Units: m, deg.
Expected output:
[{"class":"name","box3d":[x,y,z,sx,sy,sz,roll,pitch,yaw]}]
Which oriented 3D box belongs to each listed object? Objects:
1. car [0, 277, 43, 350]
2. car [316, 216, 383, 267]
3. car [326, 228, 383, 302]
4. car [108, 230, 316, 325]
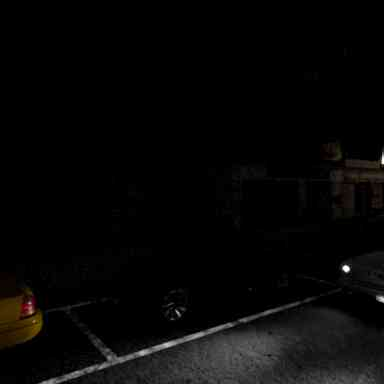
[{"class":"car","box3d":[-4.337,1.538,3.673,4.829,1.417,1.752,-1,0,-35]},{"class":"car","box3d":[5.032,1.460,10.352,4.507,1.381,1.887,-1,0,-35]},{"class":"car","box3d":[5.115,1.532,7.025,4.718,1.301,1.895,-1,0,-35]},{"class":"car","box3d":[0.417,1.530,7.062,4.313,1.339,1.947,-1,0,-35]}]
